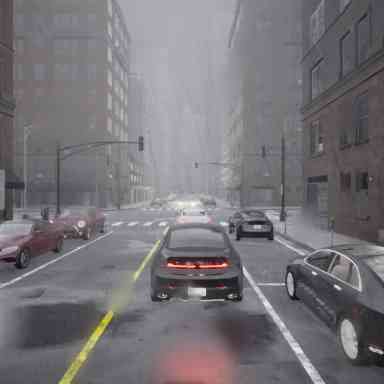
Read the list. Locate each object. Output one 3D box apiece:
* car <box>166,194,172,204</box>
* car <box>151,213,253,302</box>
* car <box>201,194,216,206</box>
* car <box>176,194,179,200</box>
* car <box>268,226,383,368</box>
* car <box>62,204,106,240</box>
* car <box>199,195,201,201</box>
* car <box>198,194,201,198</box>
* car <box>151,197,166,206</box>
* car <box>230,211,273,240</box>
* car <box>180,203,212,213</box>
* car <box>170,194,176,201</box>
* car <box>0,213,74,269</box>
[{"bbox_3d":[-5.620,1.607,64.508,2.008,1.369,4.403,0,0,0],"label":"car"},{"bbox_3d":[0.097,1.505,8.253,1.837,1.490,4.892,0,0,0],"label":"car"},{"bbox_3d":[2.885,1.476,53.679,1.967,1.590,4.097,0,0,0],"label":"car"},{"bbox_3d":[-5.575,1.457,91.551,2.192,1.841,5.009,0,0,0],"label":"car"},{"bbox_3d":[2.855,1.551,5.586,2.008,1.369,4.403,0,0,0],"label":"car"},{"bbox_3d":[-5.672,1.441,16.588,1.967,1.590,4.097,0,0,0],"label":"car"},{"bbox_3d":[2.905,1.607,64.496,2.008,1.369,4.403,0,0,0],"label":"car"},{"bbox_3d":[2.923,1.524,75.314,1.967,1.590,4.097,0,0,0],"label":"car"},{"bbox_3d":[-5.639,1.618,53.691,1.802,1.307,4.206,0,0,0],"label":"car"},{"bbox_3d":[2.854,1.567,16.588,1.947,1.339,4.313,0,0,0],"label":"car"},{"bbox_3d":[0.081,1.527,17.401,1.812,1.442,4.674,0,0,-1],"label":"car"},{"bbox_3d":[-5.593,1.626,80.563,1.752,1.417,4.829,0,0,0],"label":"car"},{"bbox_3d":[-5.671,1.582,11.087,1.802,1.307,4.206,0,0,0],"label":"car"}]
